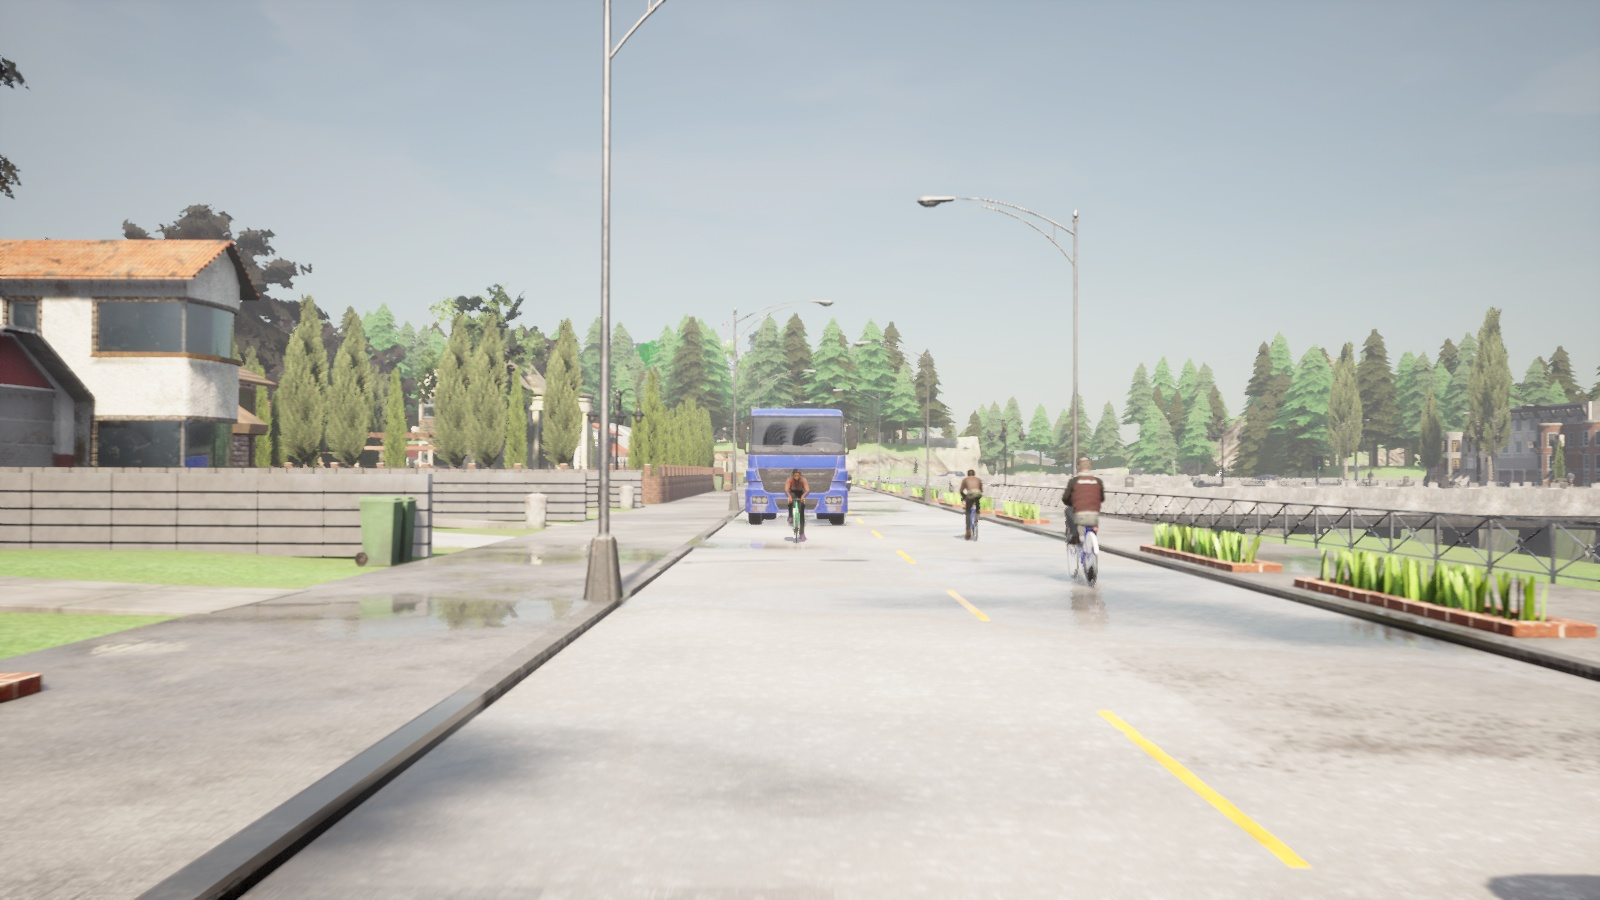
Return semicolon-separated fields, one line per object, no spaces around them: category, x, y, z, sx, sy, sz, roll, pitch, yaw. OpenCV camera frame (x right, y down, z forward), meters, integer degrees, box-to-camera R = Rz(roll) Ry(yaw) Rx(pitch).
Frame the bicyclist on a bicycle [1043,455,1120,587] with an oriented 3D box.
bicyclist on a bicycle;3.958;0.967;17.801;0.659;1.776;1.843;0;-1;0

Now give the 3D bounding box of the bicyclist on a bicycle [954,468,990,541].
bicyclist on a bicycle;3.932;1.234;28.788;0.582;1.620;1.656;0;-1;0

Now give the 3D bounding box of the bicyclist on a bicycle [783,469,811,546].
bicyclist on a bicycle;-0.065;1.225;27.340;0.582;1.620;1.656;0;-1;0

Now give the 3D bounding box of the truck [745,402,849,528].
truck;-0.095;0.482;38.777;2.891;3.462;7.936;0;-1;0
